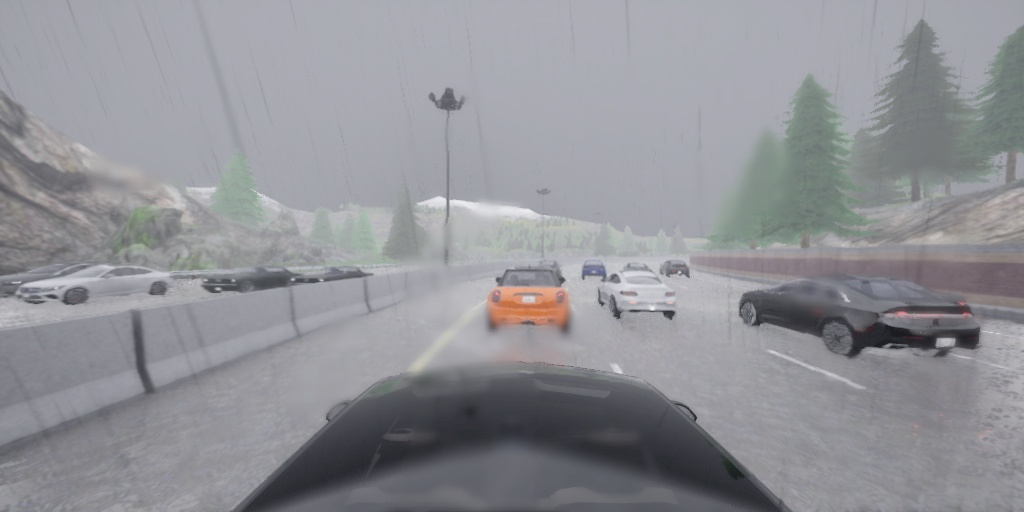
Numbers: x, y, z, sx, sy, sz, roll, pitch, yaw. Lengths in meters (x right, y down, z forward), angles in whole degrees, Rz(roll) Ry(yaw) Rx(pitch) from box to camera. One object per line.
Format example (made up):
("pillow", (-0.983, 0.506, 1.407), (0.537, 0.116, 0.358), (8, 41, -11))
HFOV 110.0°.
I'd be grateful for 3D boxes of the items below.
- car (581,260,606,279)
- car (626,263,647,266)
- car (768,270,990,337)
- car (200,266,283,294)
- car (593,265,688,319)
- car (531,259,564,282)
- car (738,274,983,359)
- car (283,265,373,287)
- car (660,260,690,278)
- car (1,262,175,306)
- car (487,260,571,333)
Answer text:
("car", (6.898, 1.058, 30.350), (1.882, 1.535, 5.008), (0, 0, 12))
("car", (10.415, 1.199, 30.180), (1.895, 1.301, 4.718), (0, 0, 12))
("car", (11.078, 1.280, 11.658), (2.033, 1.411, 5.357), (0, 0, 5))
("car", (-12.998, 1.172, 18.365), (1.895, 1.301, 4.718), (0, 0, 7))
("car", (4.178, 1.219, 12.505), (1.812, 1.442, 4.674), (0, 0, 5))
("car", (2.918, 1.067, 28.368), (2.128, 1.511, 4.902), (0, 0, 11))
("car", (7.388, 1.229, 8.422), (2.128, 1.511, 4.902), (0, 0, 3))
("car", (-9.395, 1.184, 19.044), (1.895, 1.301, 4.718), (0, 0, 8))
("car", (14.485, 1.109, 32.095), (1.837, 1.490, 4.892), (0, 0, 14))
("car", (-16.857, 1.103, 14.916), (1.812, 1.442, 4.674), (0, 0, 5))
("car", (0.544, 1.041, 10.716), (2.097, 1.767, 4.553), (0, 0, 4))
